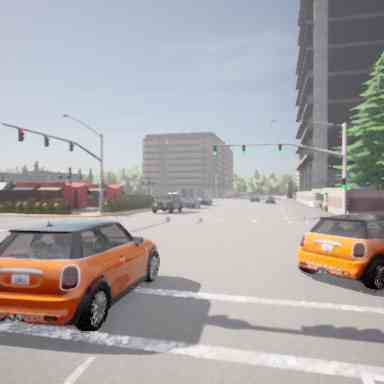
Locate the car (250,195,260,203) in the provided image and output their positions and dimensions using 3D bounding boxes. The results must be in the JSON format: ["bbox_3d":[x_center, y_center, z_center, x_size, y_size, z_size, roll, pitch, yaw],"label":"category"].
[{"bbox_3d":[14.554,1.500,76.709,2.097,1.767,4.553,0,0,14],"label":"car"}]

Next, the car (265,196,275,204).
[{"bbox_3d":[15.583,1.738,66.281,1.895,1.301,4.718,0,0,14],"label":"car"}]

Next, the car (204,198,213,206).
[{"bbox_3d":[2.202,1.669,56.094,1.895,1.301,4.718,0,0,14],"label":"car"}]

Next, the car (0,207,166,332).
[{"bbox_3d":[-2.221,1.358,7.125,2.097,1.767,4.553,0,0,10],"label":"car"}]

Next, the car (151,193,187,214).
[{"bbox_3d":[-2.627,1.248,36.739,2.150,2.045,5.566,0,0,14],"label":"car"}]

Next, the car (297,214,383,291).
[{"bbox_3d":[5.127,1.397,9.322,4.553,1.767,2.097,0,0,-32],"label":"car"}]

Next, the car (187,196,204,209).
[{"bbox_3d":[-0.229,1.399,46.416,2.097,1.767,4.553,0,0,14],"label":"car"}]

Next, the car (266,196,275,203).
[{"bbox_3d":[17.967,1.659,75.936,1.837,1.490,4.892,0,0,14],"label":"car"}]
